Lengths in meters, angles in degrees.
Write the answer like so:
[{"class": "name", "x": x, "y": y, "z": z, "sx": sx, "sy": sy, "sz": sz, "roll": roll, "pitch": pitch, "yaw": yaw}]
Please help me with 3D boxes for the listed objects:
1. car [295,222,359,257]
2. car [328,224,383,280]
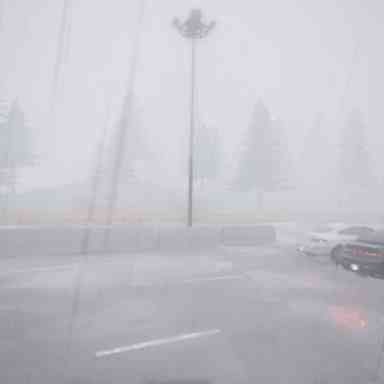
[{"class": "car", "x": 6.425, "y": 1.953, "z": 13.341, "sx": 4.674, "sy": 1.442, "sz": 1.812, "roll": 1, "pitch": -2, "yaw": -15}, {"class": "car", "x": 6.796, "y": 1.832, "z": 9.839, "sx": 4.892, "sy": 1.490, "sz": 1.837, "roll": 0, "pitch": -2, "yaw": -16}]
